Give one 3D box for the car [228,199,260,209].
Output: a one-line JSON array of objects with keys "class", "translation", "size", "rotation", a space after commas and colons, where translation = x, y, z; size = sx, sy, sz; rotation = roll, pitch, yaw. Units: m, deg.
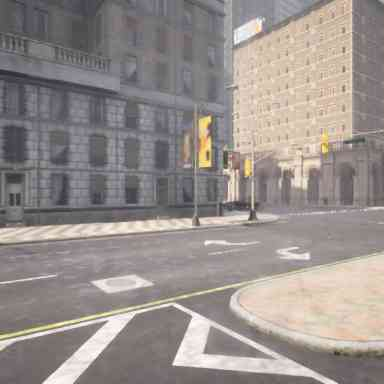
[{"class": "car", "translation": [7.295, 1.601, 46.484], "size": [1.895, 1.301, 4.718], "rotation": [0, 0, -36]}]
